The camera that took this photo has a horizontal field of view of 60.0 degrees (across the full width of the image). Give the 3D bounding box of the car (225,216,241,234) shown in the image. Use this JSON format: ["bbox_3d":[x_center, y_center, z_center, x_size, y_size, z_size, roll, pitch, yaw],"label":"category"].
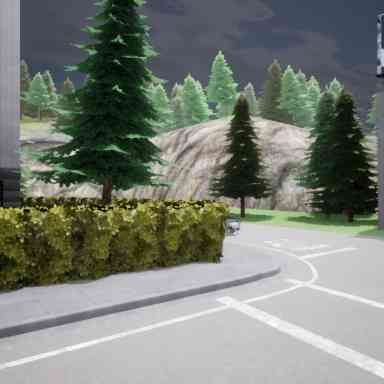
[{"bbox_3d":[0.694,1.667,19.928,2.128,1.511,4.902,0,0,-43],"label":"car"}]
